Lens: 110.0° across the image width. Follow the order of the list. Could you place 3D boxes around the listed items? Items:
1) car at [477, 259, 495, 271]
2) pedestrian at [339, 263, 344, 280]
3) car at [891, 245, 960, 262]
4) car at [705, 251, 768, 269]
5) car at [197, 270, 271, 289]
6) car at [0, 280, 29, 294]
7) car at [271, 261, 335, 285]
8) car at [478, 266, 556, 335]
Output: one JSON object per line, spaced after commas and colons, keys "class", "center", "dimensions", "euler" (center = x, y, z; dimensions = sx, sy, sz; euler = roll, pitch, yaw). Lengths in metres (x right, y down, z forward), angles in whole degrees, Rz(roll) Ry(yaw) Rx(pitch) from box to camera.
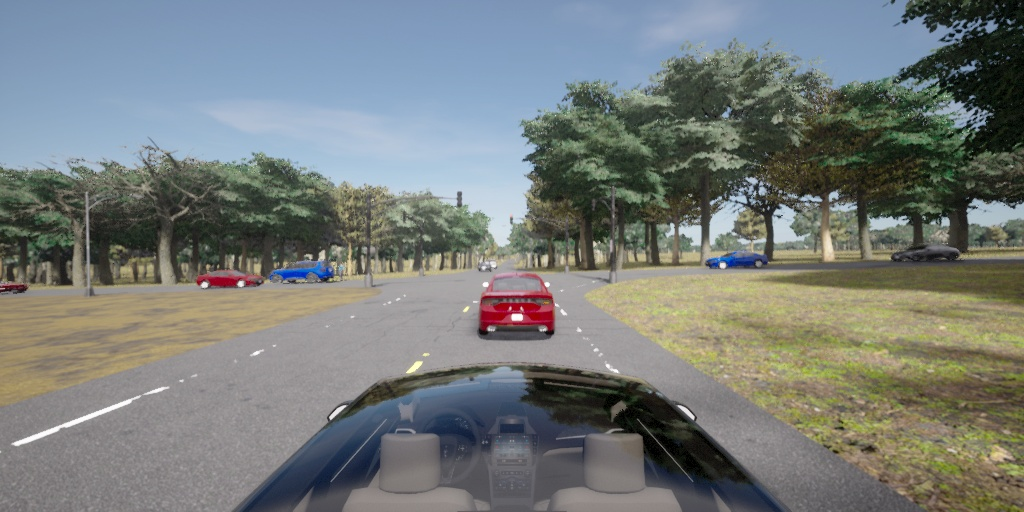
{"class": "car", "center": [-3.924, 1.555, 52.175], "dimensions": [2.128, 1.511, 4.902], "euler": [0, -1, -1]}
{"class": "pedestrian", "center": [-17.914, 1.601, 37.604], "dimensions": [0.375, 1.860, 0.375], "euler": [0, 2, 3]}
{"class": "car", "center": [36.157, -0.247, 31.402], "dimensions": [4.674, 1.442, 1.812], "euler": [-2, 0, 2]}
{"class": "car", "center": [20.001, 0.336, 32.087], "dimensions": [5.008, 1.535, 1.882], "euler": [-2, 0, 2]}
{"class": "car", "center": [-23.684, 1.923, 30.256], "dimensions": [5.008, 1.535, 1.882], "euler": [-1, 0, 2]}
{"class": "car", "center": [-45.381, 2.762, 31.246], "dimensions": [4.718, 1.301, 1.895], "euler": [-2, 0, 3]}
{"class": "car", "center": [-19.744, 1.561, 33.848], "dimensions": [5.566, 2.045, 2.150], "euler": [-2, -1, 3]}
{"class": "car", "center": [0.127, 1.214, 10.483], "dimensions": [1.882, 1.535, 5.008], "euler": [0, 0, 0]}
